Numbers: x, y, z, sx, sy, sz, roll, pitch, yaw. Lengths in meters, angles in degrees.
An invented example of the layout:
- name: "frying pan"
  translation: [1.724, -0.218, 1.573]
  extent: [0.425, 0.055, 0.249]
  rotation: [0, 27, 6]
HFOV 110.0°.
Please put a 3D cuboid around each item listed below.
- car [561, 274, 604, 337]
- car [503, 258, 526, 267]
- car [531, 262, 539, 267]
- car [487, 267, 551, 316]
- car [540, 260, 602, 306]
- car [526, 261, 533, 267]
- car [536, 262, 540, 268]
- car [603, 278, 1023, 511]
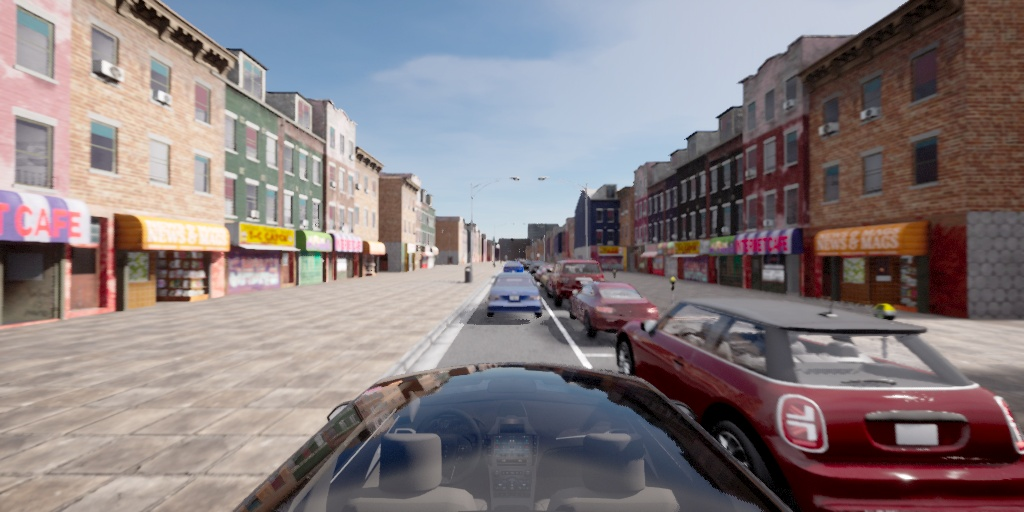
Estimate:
- name: "car"
  translation: [2.640, 1.340, 9.956]
  extent: [1.802, 1.307, 4.207]
  rotation: [0, 0, 0]
- name: "car"
  translation: [0.102, 1.284, 35.050]
  extent: [1.882, 1.535, 5.008]
  rotation: [0, 0, 0]
- name: "car"
  translation: [2.643, 1.368, 26.979]
  extent: [1.802, 1.307, 4.207]
  rotation: [0, 0, 0]
- name: "car"
  translation: [0.086, 1.310, 13.296]
  extent: [2.033, 1.411, 5.357]
  rotation: [0, 0, 0]
- name: "car"
  translation: [2.641, 1.080, 15.630]
  extent: [2.192, 1.841, 5.009]
  rotation: [0, 0, 0]
- name: "car"
  translation: [2.757, 1.319, 37.623]
  extent: [1.837, 1.490, 4.892]
  rotation: [0, 0, 0]
- name: "car"
  translation: [2.642, 1.300, 21.475]
  extent: [1.751, 1.417, 4.829]
  rotation: [0, 0, 0]
- name: "car"
  translation: [2.639, 1.192, 4.282]
  extent: [1.967, 1.591, 4.097]
  rotation: [0, 0, 0]
